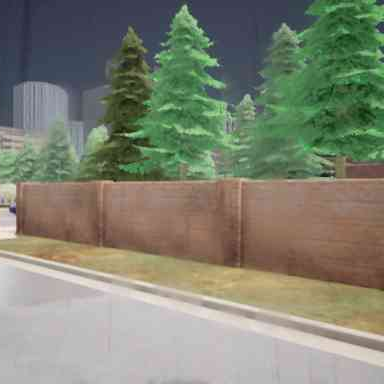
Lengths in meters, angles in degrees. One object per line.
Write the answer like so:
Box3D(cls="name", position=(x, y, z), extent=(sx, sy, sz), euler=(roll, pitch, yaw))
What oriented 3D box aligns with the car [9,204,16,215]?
Box3D(cls="car", position=(-14.013, 1.269, 30.446), extent=(1.882, 1.535, 5.008), euler=(1, 0, 35))
